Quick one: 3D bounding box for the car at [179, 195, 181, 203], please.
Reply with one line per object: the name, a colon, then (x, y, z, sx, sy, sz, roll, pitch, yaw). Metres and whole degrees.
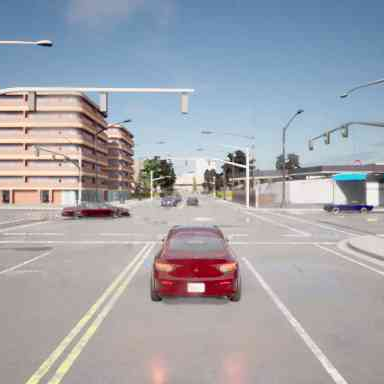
car: (-3.567, 1.601, 61.639, 1.895, 1.301, 4.718, 0, 0, 0)

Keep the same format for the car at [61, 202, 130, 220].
car: (-7.801, 1.504, 27.086, 5.357, 1.411, 2.033, 0, 0, -16)

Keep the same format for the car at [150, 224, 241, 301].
car: (0.082, 1.526, 8.195, 1.812, 1.442, 4.674, 0, 0, 0)

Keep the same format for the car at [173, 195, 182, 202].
car: (-3.504, 1.525, 82.282, 2.128, 1.511, 4.902, 0, 0, 0)

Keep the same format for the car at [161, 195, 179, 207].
car: (-3.585, 1.352, 51.677, 2.097, 1.767, 4.553, 0, 0, 0)

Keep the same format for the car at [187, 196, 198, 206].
car: (0.080, 1.491, 56.473, 2.128, 1.511, 4.902, 0, 0, 0)

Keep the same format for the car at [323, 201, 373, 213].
car: (16.534, 1.601, 35.493, 4.718, 1.301, 1.895, 0, 0, 1)
